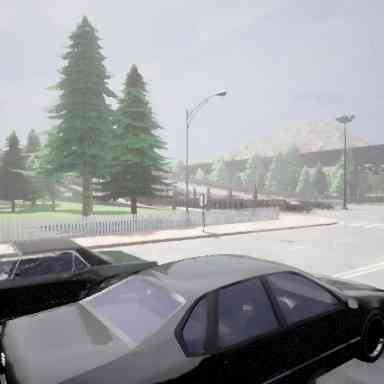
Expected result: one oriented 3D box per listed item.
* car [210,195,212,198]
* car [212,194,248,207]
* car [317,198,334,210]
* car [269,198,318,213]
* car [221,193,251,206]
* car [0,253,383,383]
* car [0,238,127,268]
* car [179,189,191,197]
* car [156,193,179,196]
[{"bbox_3d":[3.390,1.181,52.614,2.128,1.511,4.902,0,3,-37],"label":"car"},{"bbox_3d":[5.390,1.449,44.183,2.128,1.511,4.902,0,1,-37],"label":"car"},{"bbox_3d":[15.590,1.485,42.330,2.128,1.511,4.902,0,0,-37],"label":"car"},{"bbox_3d":[11.007,1.600,36.723,1.895,1.301,4.718,0,0,-36],"label":"car"},{"bbox_3d":[7.049,1.111,53.582,2.097,1.767,4.553,0,3,-37],"label":"car"},{"bbox_3d":[0.551,1.547,4.139,5.357,1.411,2.033,0,0,-35],"label":"car"},{"bbox_3d":[-3.091,1.601,6.084,4.718,1.301,1.895,0,0,-35],"label":"car"},{"bbox_3d":[-2.003,0.089,65.688,2.128,1.511,4.902,0,6,-36],"label":"car"},{"bbox_3d":[-4.687,0.649,57.540,1.994,1.385,4.181,0,5,-37],"label":"car"}]
